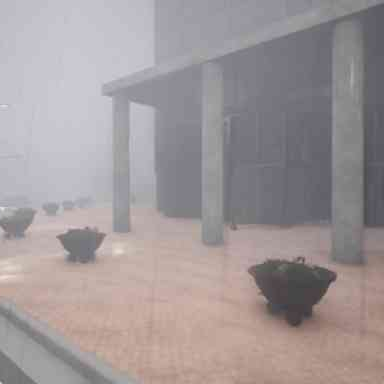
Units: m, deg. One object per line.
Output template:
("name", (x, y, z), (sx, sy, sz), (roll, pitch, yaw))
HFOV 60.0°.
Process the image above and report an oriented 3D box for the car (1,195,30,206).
("car", (-22.342, 1.060, 42.474), (2.033, 1.411, 5.357), (0, 1, -8))
